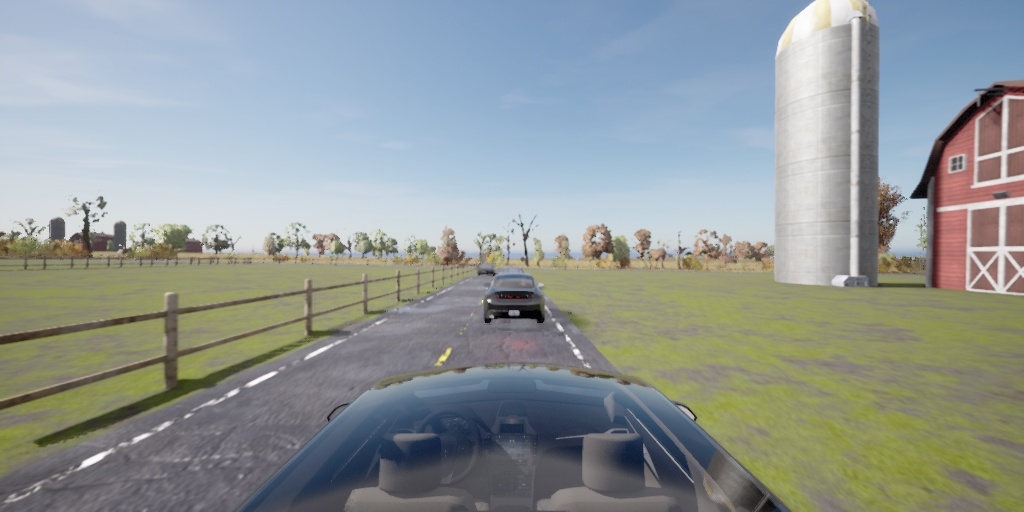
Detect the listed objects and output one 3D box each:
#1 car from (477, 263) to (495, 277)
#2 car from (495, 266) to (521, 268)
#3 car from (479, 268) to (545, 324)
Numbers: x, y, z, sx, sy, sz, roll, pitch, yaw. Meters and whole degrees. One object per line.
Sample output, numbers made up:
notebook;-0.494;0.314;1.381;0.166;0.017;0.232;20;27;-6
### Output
car;-2.855;1.525;40.985;1.882;1.535;5.008;0;0;0
car;0.062;1.476;25.922;2.033;1.411;5.357;0;0;0
car;0.070;1.332;12.298;1.837;1.490;4.892;0;0;0
